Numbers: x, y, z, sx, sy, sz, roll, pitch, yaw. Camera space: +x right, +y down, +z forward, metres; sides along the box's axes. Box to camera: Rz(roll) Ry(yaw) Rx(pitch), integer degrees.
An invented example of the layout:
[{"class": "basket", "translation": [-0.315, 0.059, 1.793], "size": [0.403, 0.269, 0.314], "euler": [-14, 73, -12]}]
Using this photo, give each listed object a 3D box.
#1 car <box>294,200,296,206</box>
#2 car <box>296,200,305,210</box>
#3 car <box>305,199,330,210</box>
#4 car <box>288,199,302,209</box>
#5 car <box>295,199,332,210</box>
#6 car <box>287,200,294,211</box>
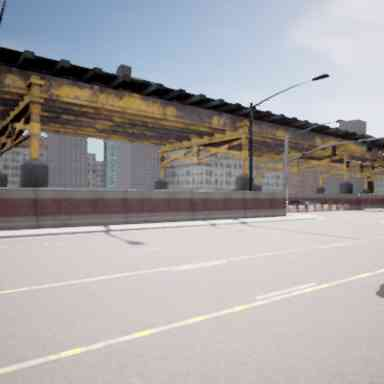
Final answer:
[{"class": "car", "translation": [10.735, 1.813, 44.038], "size": [4.974, 1.542, 2.038], "euler": [0, 0, 8]}, {"class": "car", "translation": [14.477, 1.862, 46.727], "size": [2.038, 1.542, 4.974], "euler": [0, 0, 18]}, {"class": "car", "translation": [18.333, 1.760, 50.485], "size": [4.536, 1.218, 1.853], "euler": [1, 0, -7]}, {"class": "car", "translation": [14.494, 1.704, 46.777], "size": [1.853, 1.218, 4.536], "euler": [0, 0, 18]}, {"class": "car", "translation": [18.383, 1.918, 50.490], "size": [4.974, 1.542, 2.038], "euler": [1, 0, -7]}, {"class": "car", "translation": [10.685, 1.655, 44.046], "size": [4.536, 1.218, 1.853], "euler": [0, 0, 8]}]
